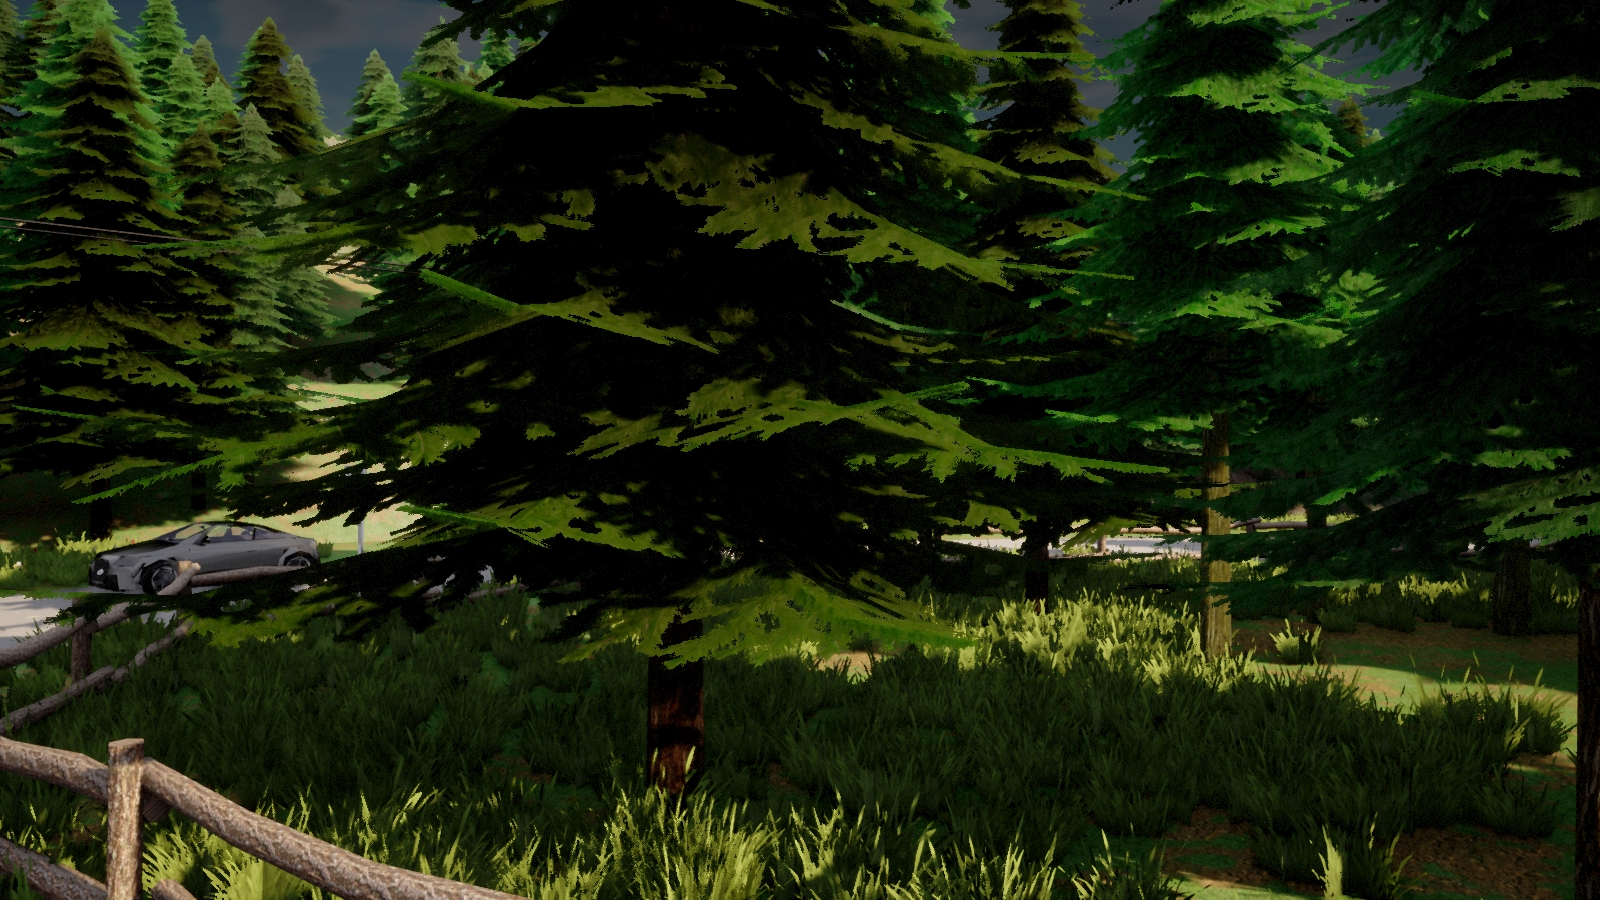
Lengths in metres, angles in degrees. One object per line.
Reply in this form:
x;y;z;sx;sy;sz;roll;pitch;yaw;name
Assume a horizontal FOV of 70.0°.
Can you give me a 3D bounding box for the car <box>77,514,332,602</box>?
-12.055;2.119;23.321;1.994;1.385;4.181;0;0;41;car
